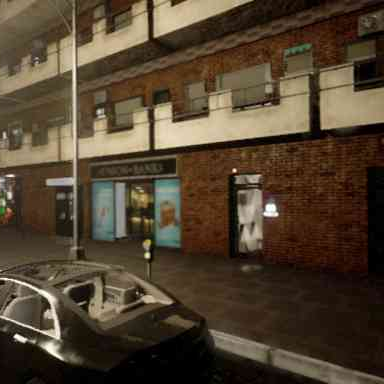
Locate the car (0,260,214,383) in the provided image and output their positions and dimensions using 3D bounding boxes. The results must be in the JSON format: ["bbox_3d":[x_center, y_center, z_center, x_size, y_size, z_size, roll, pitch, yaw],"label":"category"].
[{"bbox_3d":[-1.819,1.552,4.183,4.403,1.369,2.008,0,-1,35],"label":"car"}]
